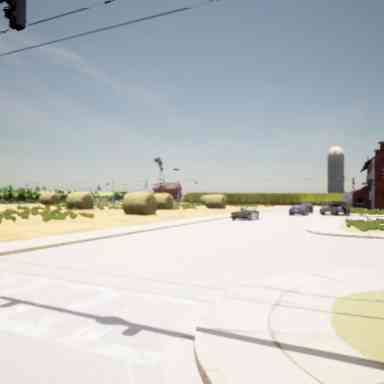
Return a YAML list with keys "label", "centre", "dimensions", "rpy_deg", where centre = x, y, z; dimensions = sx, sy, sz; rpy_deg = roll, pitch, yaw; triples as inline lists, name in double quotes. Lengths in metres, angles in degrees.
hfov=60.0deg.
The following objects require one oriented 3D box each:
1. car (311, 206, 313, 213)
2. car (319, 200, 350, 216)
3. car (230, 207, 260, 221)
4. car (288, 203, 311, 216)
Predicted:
- label: "car"
  centre: [17.406, 2.443, 50.847]
  dimensions: [2.128, 1.511, 4.902]
  rpy_deg: [0, -1, 25]
- label: "car"
  centre: [17.827, 1.963, 41.702]
  dimensions: [1.905, 1.878, 3.866]
  rpy_deg: [-5, -1, -18]
- label: "car"
  centre: [5.296, 2.139, 32.803]
  dimensions: [1.895, 1.301, 4.718]
  rpy_deg: [0, -1, 24]
- label: "car"
  centre: [13.484, 2.288, 42.094]
  dimensions: [1.994, 1.385, 4.181]
  rpy_deg: [0, -2, 26]
